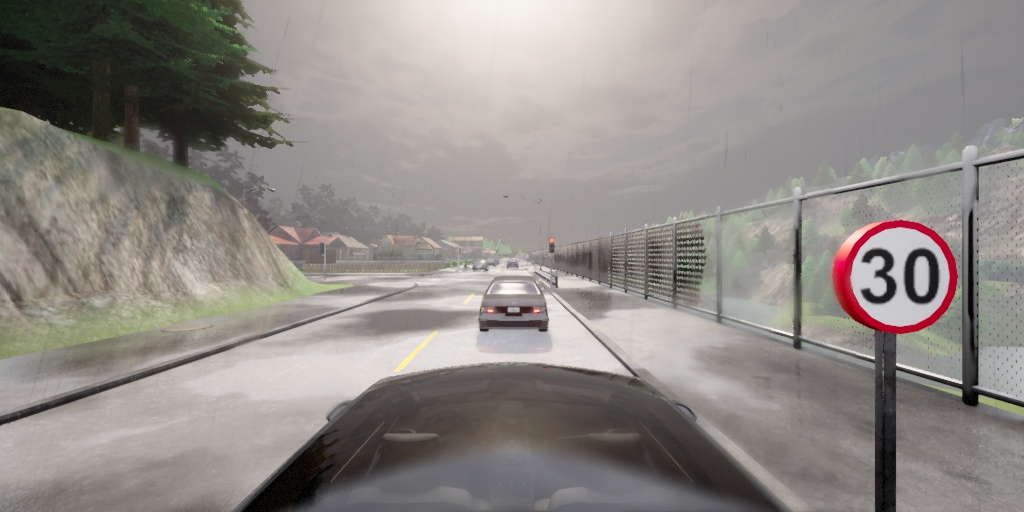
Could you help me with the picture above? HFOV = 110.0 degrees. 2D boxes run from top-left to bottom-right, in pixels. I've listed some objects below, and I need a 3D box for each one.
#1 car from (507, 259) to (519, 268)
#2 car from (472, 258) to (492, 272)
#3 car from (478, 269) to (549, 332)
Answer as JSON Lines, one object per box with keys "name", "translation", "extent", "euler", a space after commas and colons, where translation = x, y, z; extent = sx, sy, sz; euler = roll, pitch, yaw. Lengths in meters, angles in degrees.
{"name": "car", "translation": [0.114, 1.275, 62.277], "extent": [1.812, 1.442, 4.674], "euler": [0, 0, 0]}
{"name": "car", "translation": [-4.078, 1.241, 46.427], "extent": [2.128, 1.511, 4.902], "euler": [0, 0, 0]}
{"name": "car", "translation": [0.052, 1.297, 10.835], "extent": [2.033, 1.411, 5.357], "euler": [0, 0, 0]}
